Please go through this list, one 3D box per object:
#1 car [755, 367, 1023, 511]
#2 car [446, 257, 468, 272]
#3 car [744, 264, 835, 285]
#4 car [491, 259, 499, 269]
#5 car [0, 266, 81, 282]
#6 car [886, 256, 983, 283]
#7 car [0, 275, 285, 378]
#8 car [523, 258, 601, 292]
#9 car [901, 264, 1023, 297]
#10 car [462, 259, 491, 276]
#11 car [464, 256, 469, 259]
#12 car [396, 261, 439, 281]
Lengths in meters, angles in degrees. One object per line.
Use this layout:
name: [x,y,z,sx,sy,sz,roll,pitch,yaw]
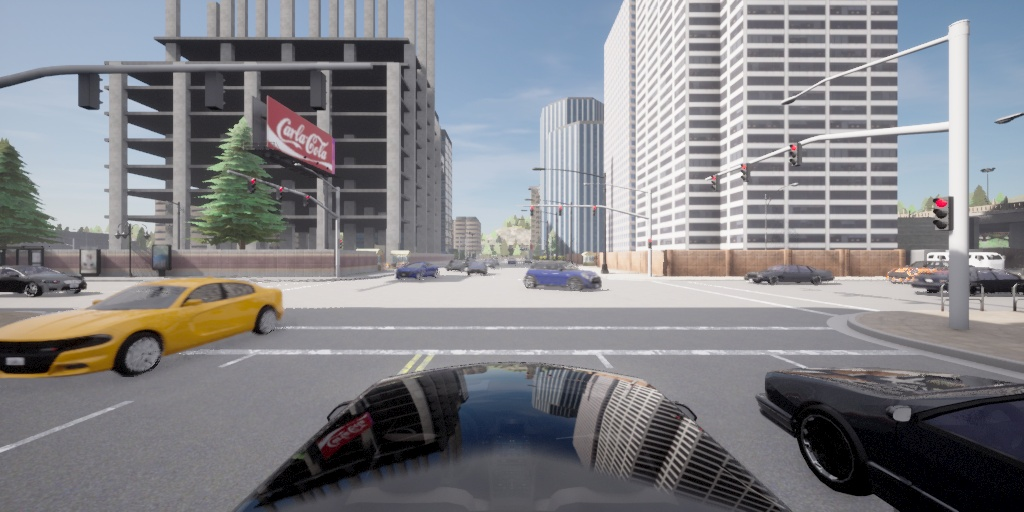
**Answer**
car: [3.597,1.297,1.449,2.033,1.411,5.357,0,0,0]
car: [-7.082,1.253,45.119,1.837,1.490,4.892,0,1,0]
car: [19.646,1.297,25.495,5.357,1.411,2.033,0,0,0]
car: [-3.569,1.241,55.544,2.128,1.511,4.902,0,0,0]
car: [-24.548,1.241,18.079,4.902,1.511,2.128,0,0,0]
car: [29.655,1.102,25.517,4.553,1.767,2.097,0,0,1]
car: [-7.097,1.227,7.620,1.882,1.535,5.008,0,0,0]
car: [2.977,1.102,21.447,4.553,1.767,2.097,0,0,37]
car: [23.762,1.297,18.300,5.357,1.411,2.033,0,0,-1]
car: [-3.579,1.297,37.466,2.033,1.411,5.357,0,0,-1]
car: [-7.050,1.256,61.632,1.837,1.490,4.892,0,0,0]
car: [-7.981,1.227,30.730,1.882,1.535,5.008,0,0,13]
